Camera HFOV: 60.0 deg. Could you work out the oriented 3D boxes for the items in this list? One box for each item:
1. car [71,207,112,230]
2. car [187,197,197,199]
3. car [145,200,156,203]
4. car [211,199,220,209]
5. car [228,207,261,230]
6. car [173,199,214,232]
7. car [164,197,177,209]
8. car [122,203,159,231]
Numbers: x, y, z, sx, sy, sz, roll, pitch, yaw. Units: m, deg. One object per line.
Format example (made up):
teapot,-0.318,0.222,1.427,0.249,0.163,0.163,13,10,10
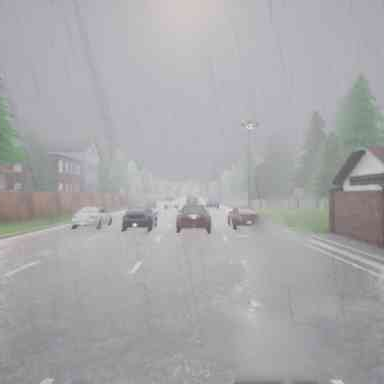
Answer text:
car,-6.910,1.764,23.213,1.812,1.442,4.674,0,-1,0
car,0.005,1.796,56.219,2.150,2.045,5.566,0,-1,0
car,-6.995,2.122,56.186,2.033,1.411,5.357,0,-1,0
car,3.505,1.930,56.573,2.097,1.767,4.553,0,-1,0
car,3.590,1.763,23.198,1.812,1.442,4.674,0,-1,0
car,0.102,1.576,21.857,2.097,1.767,4.553,0,-1,0
car,-3.495,1.796,56.220,2.150,2.045,5.566,0,-1,0
car,-3.398,1.733,22.207,1.837,1.490,4.892,0,-1,0
